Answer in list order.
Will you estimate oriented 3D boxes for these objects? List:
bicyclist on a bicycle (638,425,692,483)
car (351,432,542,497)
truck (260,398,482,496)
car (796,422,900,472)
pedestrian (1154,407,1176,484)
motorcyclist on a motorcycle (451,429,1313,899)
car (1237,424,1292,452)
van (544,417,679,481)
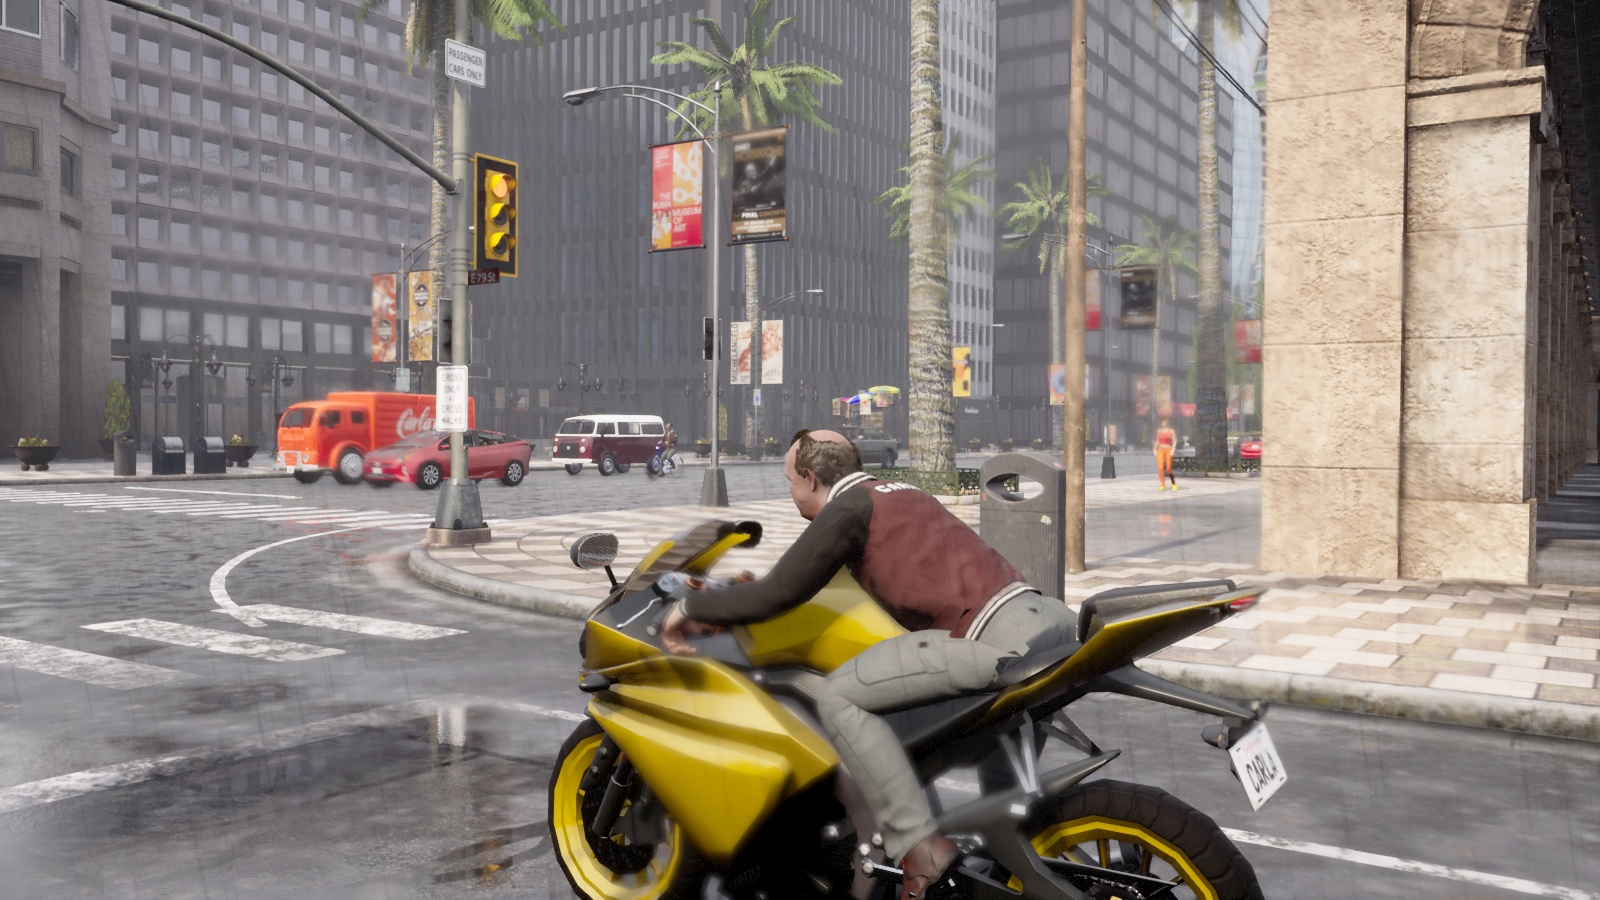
[{"bbox_3d":[-4.243,0.101,39.534,0.659,1.776,1.843,0,1,33],"label":"bicyclist on a bicycle"},{"bbox_3d":[-8.995,0.318,32.343,2.007,1.525,4.514,0,1,33],"label":"car"},{"bbox_3d":[-11.689,-0.122,34.589,2.627,2.467,5.204,0,1,35],"label":"truck"},{"bbox_3d":[1.936,-0.137,48.886,1.932,1.855,4.605,0,1,34],"label":"car"},{"bbox_3d":[8.837,-0.107,30.420,0.345,1.836,0.594,0,1,33],"label":"pedestrian"},{"bbox_3d":[0.146,0.718,3.421,2.191,1.530,0.866,0,1,33],"label":"motorcyclist on a motorcycle"},{"bbox_3d":[28.475,-0.732,76.923,2.242,1.667,4.611,0,1,33],"label":"car"},{"bbox_3d":[-6.340,-0.071,42.710,2.069,2.038,4.480,0,1,33],"label":"van"}]
